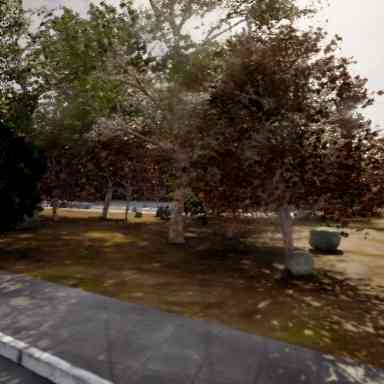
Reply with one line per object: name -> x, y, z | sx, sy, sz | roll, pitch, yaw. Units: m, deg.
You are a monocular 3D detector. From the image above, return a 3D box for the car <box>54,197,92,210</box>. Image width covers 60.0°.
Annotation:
car -> -13.878, 1.359, 38.447 | 1.812, 1.442, 4.674 | 2, -3, 44
